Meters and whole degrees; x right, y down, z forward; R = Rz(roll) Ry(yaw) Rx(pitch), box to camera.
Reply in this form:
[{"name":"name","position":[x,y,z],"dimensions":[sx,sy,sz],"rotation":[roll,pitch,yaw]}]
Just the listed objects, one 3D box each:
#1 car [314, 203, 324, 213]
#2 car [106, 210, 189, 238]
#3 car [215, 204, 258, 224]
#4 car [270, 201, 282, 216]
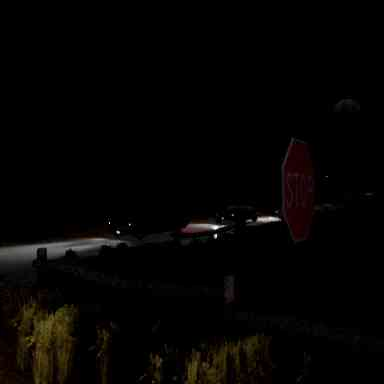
[{"name":"car","position":[10.813,1.667,30.333],"dimensions":[1.812,1.442,4.674],"rotation":[-1,-1,36]},{"name":"car","position":[-2.264,1.645,17.807],"dimensions":[1.895,1.301,4.718],"rotation":[-1,-1,36]},{"name":"car","position":[3.583,1.653,25.914],"dimensions":[1.812,1.442,4.674],"rotation":[-1,-1,36]},{"name":"car","position":[9.681,1.675,34.329],"dimensions":[2.128,1.511,4.902],"rotation":[-1,-1,36]}]
